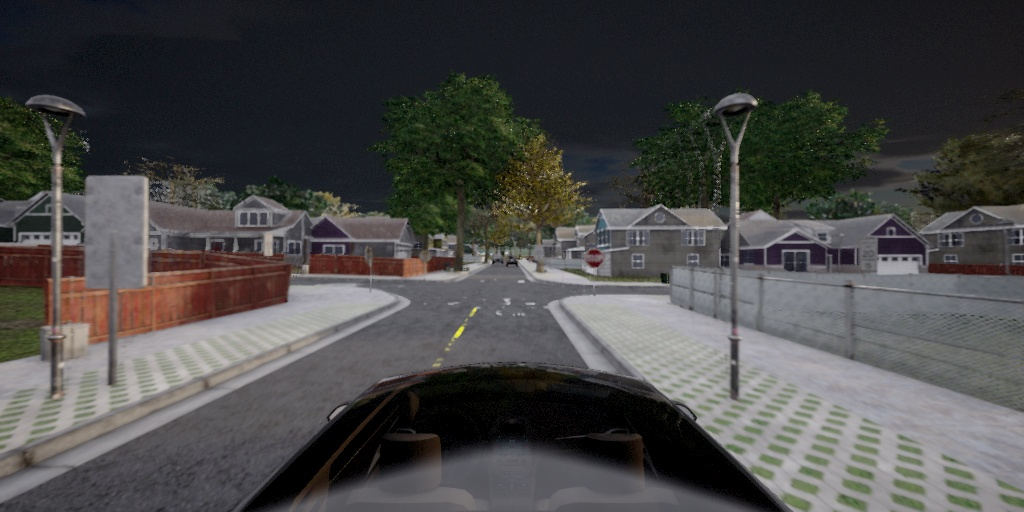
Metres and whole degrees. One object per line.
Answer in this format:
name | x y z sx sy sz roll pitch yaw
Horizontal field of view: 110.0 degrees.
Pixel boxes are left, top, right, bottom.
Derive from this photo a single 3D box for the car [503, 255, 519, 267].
car | 0.014 0.910 64.686 2.150 2.045 5.566 0 0 0
